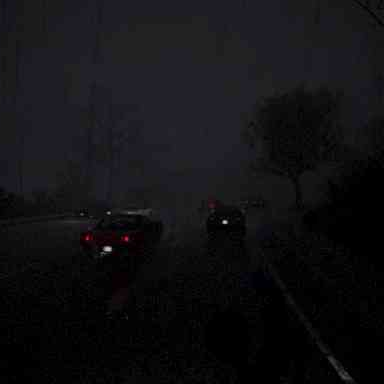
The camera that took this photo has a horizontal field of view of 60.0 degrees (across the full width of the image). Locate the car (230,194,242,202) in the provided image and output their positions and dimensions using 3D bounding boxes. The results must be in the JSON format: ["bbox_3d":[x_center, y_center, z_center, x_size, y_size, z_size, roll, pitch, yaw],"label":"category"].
[{"bbox_3d":[8.543,1.168,64.105,2.128,1.511,4.902,1,0,32],"label":"car"}]

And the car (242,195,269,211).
[{"bbox_3d":[7.606,1.176,38.526,2.097,1.767,4.553,0,0,21],"label":"car"}]

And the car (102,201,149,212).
[{"bbox_3d":[-4.315,1.458,23.871,1.895,1.301,4.718,0,0,13],"label":"car"}]

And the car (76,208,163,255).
[{"bbox_3d":[-2.440,1.525,12.918,1.895,1.301,4.718,0,0,7],"label":"car"}]

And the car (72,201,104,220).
[{"bbox_3d":[-7.431,1.399,25.718,1.994,1.385,4.181,0,0,13],"label":"car"}]

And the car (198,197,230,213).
[{"bbox_3d":[2.086,1.375,33.594,2.033,1.411,5.357,0,0,17],"label":"car"}]

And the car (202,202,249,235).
[{"bbox_3d":[1.984,1.473,18.516,1.994,1.385,4.181,0,0,10],"label":"car"}]

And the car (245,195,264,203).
[{"bbox_3d":[11.806,1.262,62.791,1.994,1.385,4.181,1,0,33],"label":"car"}]
